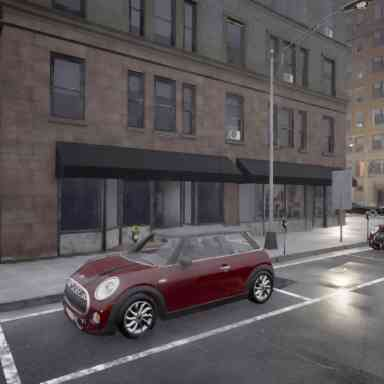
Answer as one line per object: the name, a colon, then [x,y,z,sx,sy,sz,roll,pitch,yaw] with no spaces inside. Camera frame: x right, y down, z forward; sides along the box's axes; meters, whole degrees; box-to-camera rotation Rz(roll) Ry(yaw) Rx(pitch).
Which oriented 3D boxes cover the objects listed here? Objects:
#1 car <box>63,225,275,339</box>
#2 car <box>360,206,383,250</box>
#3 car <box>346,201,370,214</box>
car: [-0.327,1.441,6.513,4.097,1.590,1.967,0,0,-35]
car: [8.632,1.445,12.872,4.097,1.590,1.967,0,0,-35]
car: [15.589,1.532,30.734,1.895,1.301,4.718,1,0,-36]
